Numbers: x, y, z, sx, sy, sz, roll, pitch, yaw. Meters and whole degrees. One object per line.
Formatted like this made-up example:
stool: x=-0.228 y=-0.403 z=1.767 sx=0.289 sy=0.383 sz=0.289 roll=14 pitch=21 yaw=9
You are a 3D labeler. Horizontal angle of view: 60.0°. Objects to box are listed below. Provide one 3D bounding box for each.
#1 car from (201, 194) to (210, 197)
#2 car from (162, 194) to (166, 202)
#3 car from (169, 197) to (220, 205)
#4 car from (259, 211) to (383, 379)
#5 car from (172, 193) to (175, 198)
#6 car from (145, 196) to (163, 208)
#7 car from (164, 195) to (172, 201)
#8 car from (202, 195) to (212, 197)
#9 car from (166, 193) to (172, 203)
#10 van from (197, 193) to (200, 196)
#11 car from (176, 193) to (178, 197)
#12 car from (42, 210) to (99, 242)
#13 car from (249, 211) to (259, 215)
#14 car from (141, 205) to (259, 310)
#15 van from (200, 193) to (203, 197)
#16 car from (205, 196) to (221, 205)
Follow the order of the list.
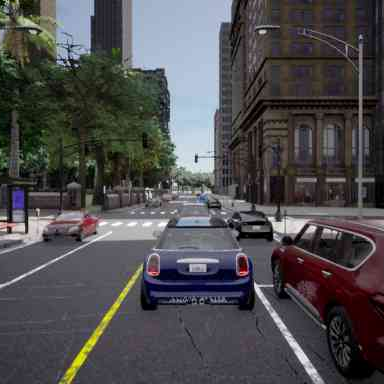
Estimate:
car: x=2.763 y=1.499 z=53.748 sx=1.752 sy=1.417 sz=4.829 roll=0 pitch=0 yaw=0
car: x=-5.763 y=1.414 z=53.598 sx=1.967 sy=1.590 sz=4.097 roll=0 pitch=0 yaw=0
car: x=0.102 y=1.348 z=17.484 sx=2.097 sy=1.767 sz=4.553 roll=0 pitch=0 yaw=0
car: x=2.758 y=1.314 z=5.450 sx=2.192 sy=1.841 sz=5.009 roll=0 pitch=0 yaw=0
car: x=-5.762 y=1.264 z=75.280 sx=2.192 sy=1.841 sz=5.009 roll=0 pitch=0 yaw=0
car: x=-5.763 y=1.529 z=48.178 sx=2.008 sy=1.369 sz=4.403 roll=0 pitch=0 yaw=0
car: x=-5.761 y=1.466 z=80.531 sx=1.752 sy=1.417 sz=4.829 roll=0 pitch=0 yaw=0
car: x=2.762 y=1.544 z=48.158 sx=1.947 sy=1.339 sz=4.313 roll=0 pitch=0 yaw=0
car: x=-5.762 y=1.396 z=69.860 sx=1.967 sy=1.590 sz=4.097 roll=0 pitch=0 yaw=0
van: x=2.764 y=1.282 z=80.680 sx=1.690 sy=1.788 sz=3.998 roll=0 pitch=0 yaw=0
car: x=-5.760 y=1.239 z=91.541 sx=2.192 sy=1.841 sz=5.009 roll=0 pitch=0 yaw=0
car: x=-5.765 y=1.578 z=16.319 sx=1.802 sy=1.307 sz=4.206 roll=0 pitch=0 yaw=0
car: x=2.760 y=1.562 z=16.301 sx=1.947 sy=1.339 sz=4.313 roll=0 pitch=0 yaw=0
car: x=0.103 y=1.351 z=7.950 sx=2.097 sy=1.767 sz=4.553 roll=0 pitch=0 yaw=0
van: x=2.762 y=1.309 z=58.999 sx=1.690 sy=1.788 sz=3.998 roll=0 pitch=0 yaw=0
car: x=2.762 y=1.547 z=42.738 sx=1.947 sy=1.339 sz=4.313 roll=0 pitch=0 yaw=0
